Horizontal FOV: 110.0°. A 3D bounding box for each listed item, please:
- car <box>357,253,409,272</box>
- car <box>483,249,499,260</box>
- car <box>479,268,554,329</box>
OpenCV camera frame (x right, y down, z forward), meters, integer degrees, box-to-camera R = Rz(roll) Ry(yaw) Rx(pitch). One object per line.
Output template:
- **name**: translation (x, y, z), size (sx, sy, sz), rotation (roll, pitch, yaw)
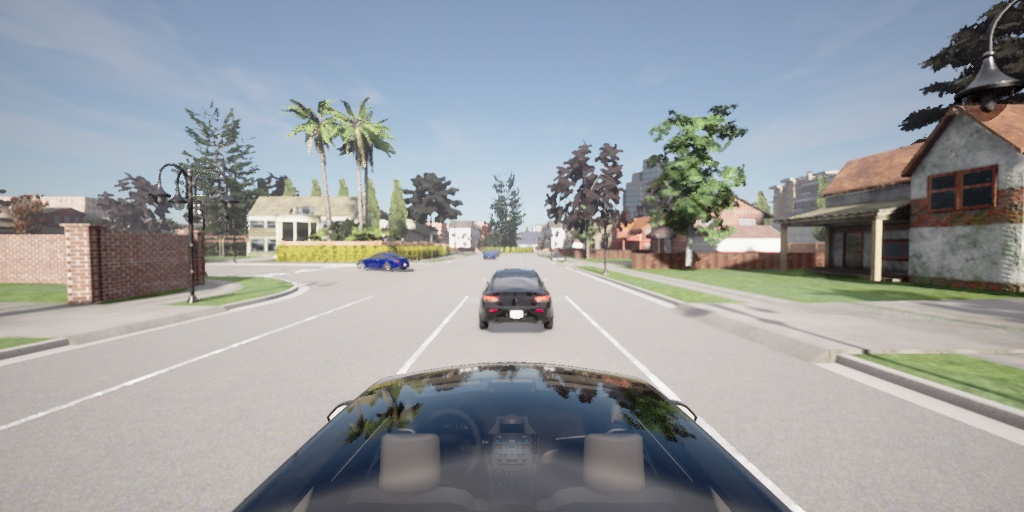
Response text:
- **car**: translation (-10.525, 0.483, 29.386), size (4.674, 1.442, 1.812), rotation (1, 1, 27)
- **car**: translation (-3.566, -0.181, 56.909), size (1.882, 1.535, 5.008), rotation (0, 1, 1)
- **car**: translation (0.101, 1.059, 10.214), size (1.812, 1.442, 4.674), rotation (0, 1, 0)
